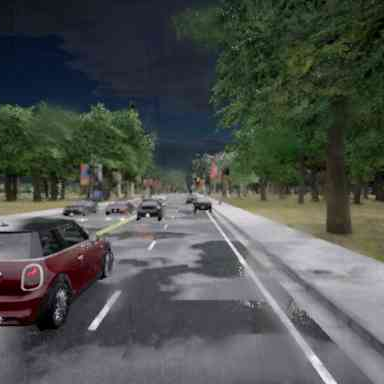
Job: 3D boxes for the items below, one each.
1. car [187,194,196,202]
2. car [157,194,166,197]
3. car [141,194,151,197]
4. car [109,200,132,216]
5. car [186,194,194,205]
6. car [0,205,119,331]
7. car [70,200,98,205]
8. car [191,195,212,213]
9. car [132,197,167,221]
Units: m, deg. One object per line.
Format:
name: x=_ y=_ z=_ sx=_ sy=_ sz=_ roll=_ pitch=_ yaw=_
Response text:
car: x=-0.036 y=1.200 z=69.694 sx=1.812 sy=1.442 sz=4.674 roll=0 pitch=0 yaw=0
car: x=-6.537 y=1.229 z=70.979 sx=1.812 sy=1.442 sz=4.674 roll=0 pitch=0 yaw=0
car: x=-9.787 y=1.230 z=70.977 sx=2.128 sy=1.511 sz=4.902 roll=0 pitch=0 yaw=0
car: x=-6.610 y=1.445 z=30.635 sx=1.994 sy=1.385 sz=4.181 roll=0 pitch=0 yaw=0
car: x=-0.028 y=1.297 z=54.268 sx=1.837 sy=1.490 sz=4.892 roll=0 pitch=0 yaw=0
car: x=-3.154 y=1.324 z=6.991 sx=2.097 sy=1.767 sz=4.553 roll=0 pitch=0 yaw=0
car: x=-9.864 y=1.431 z=29.954 sx=2.033 sy=1.411 sz=5.357 roll=0 pitch=0 yaw=0
car: x=1.119 y=1.341 z=35.232 sx=1.882 sy=1.535 sz=5.008 roll=0 pitch=0 yaw=0
car: x=-3.164 y=1.403 z=26.205 sx=1.837 sy=1.490 sz=4.892 roll=0 pitch=0 yaw=0
